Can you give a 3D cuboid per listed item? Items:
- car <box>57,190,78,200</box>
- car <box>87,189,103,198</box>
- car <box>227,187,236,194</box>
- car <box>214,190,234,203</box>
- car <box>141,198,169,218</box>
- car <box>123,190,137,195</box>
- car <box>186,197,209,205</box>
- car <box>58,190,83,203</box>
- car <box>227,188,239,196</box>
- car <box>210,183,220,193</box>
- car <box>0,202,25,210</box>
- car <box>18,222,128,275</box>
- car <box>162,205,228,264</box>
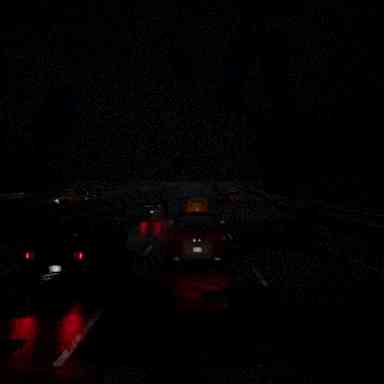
[{"bbox_3d":[-22.350,0.485,59.959,1.882,1.535,5.008,0,2,0],"label":"car"},{"bbox_3d":[-19.192,0.161,65.882,2.097,1.767,4.553,0,2,3],"label":"car"},{"bbox_3d":[9.522,-0.304,80.300,1.837,1.490,4.892,0,2,3],"label":"car"},{"bbox_3d":[4.532,0.841,48.399,2.033,1.411,5.357,0,2,3],"label":"car"},{"bbox_3d":[-3.036,1.275,28.093,2.128,1.511,4.902,0,1,1],"label":"car"},{"bbox_3d":[-12.217,0.290,65.343,1.882,1.535,5.008,0,2,3],"label":"car"},{"bbox_3d":[0.514,1.222,30.092,1.882,1.535,5.008,0,1,1],"label":"car"},{"bbox_3d":[-16.659,0.857,45.901,1.882,1.535,5.008,0,1,3],"label":"car"},{"bbox_3d":[8.917,0.093,70.297,2.128,1.511,4.902,0,2,4],"label":"car"},{"bbox_3d":[6.312,-0.637,86.523,2.097,1.767,4.553,0,2,3],"label":"car"},{"bbox_3d":[-13.820,1.410,24.378,1.994,1.385,4.181,0,1,1],"label":"car"},{"bbox_3d":[-3.340,1.586,10.407,1.895,1.301,4.718,0,0,1],"label":"car"},{"bbox_3d":[0.177,1.456,11.833,1.882,1.535,5.008,0,0,1],"label":"car"}]
